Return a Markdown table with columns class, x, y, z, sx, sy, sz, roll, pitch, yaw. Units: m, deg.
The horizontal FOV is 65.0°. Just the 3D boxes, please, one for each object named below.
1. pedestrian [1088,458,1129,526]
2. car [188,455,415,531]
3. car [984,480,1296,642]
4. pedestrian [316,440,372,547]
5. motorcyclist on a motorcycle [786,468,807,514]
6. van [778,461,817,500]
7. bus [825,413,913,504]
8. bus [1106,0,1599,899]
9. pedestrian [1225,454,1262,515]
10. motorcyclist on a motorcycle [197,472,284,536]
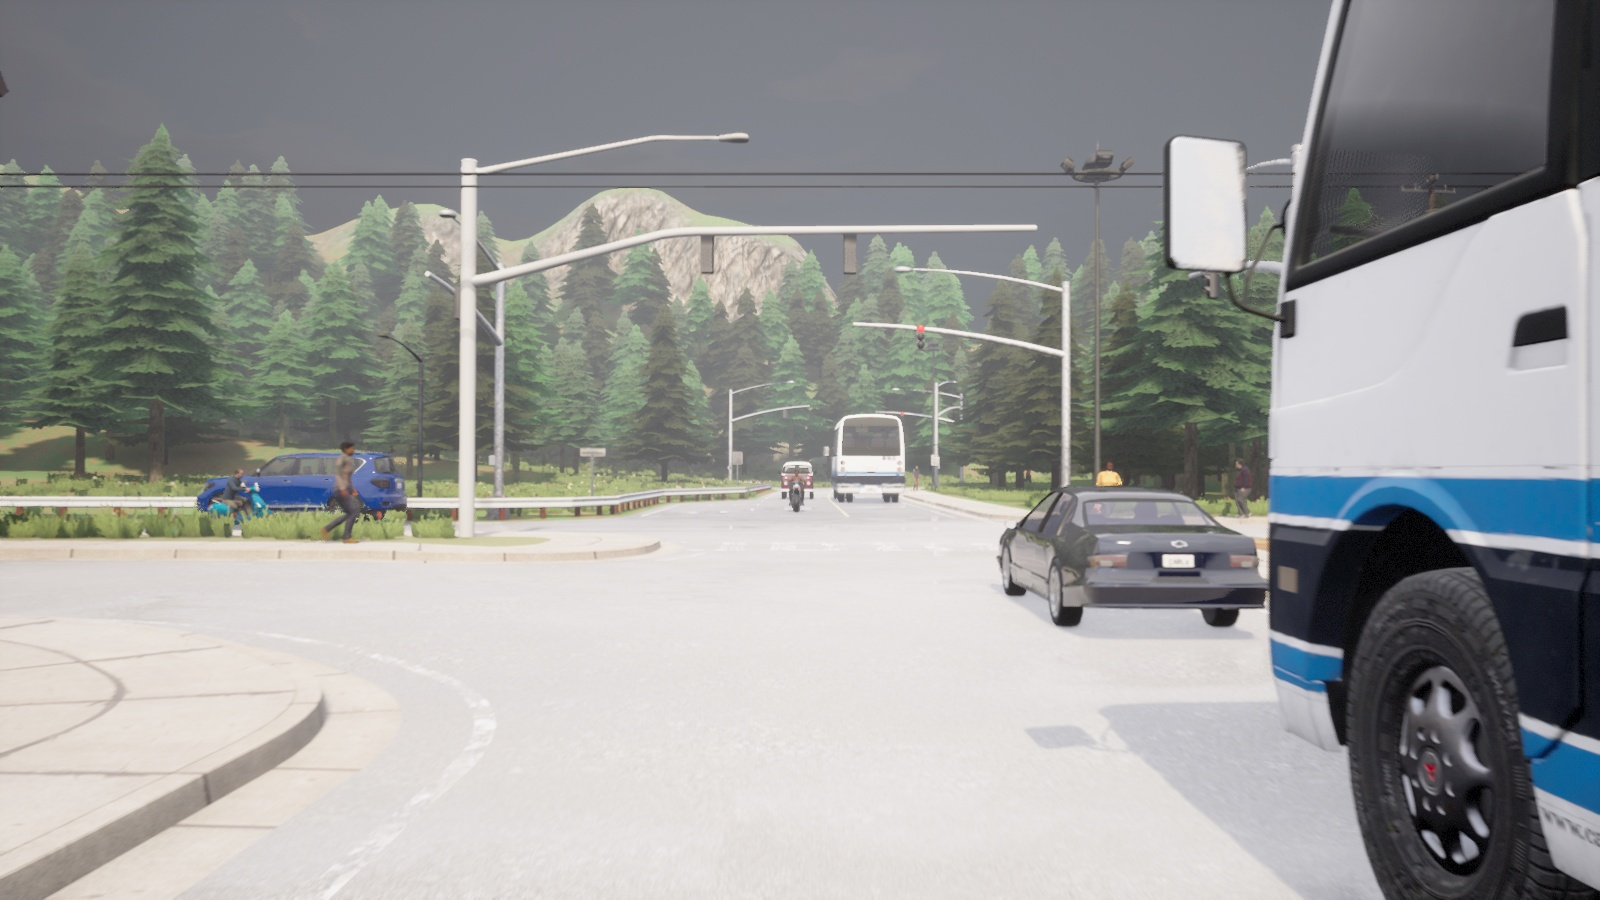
| class | x | y | z | sx | sy | sz | roll | pitch | yaw |
| --- | --- | --- | --- | --- | --- | --- | --- | --- | --- |
| pedestrian | 8.514 | 1.143 | 34.689 | 0.874 | 1.855 | 0.900 | 0 | -1 | -1 |
| car | -13.989 | 1.194 | 35.501 | 5.566 | 2.045 | 2.150 | 0 | -1 | 1 |
| car | 3.467 | 1.067 | 14.049 | 2.033 | 1.411 | 5.357 | 0 | -1 | 0 |
| pedestrian | -7.798 | 0.737 | 21.499 | 0.869 | 1.805 | 0.328 | 0 | -1 | -16 |
| motorcyclist on a motorcycle | -0.117 | 1.520 | 47.149 | 0.766 | 1.649 | 2.350 | 0 | -1 | 0 |
| van | -0.119 | 1.634 | 68.473 | 2.069 | 2.038 | 4.480 | 0 | -1 | 1 |
| bus | 3.348 | 0.456 | 64.609 | 3.944 | 4.253 | 10.273 | 0 | -1 | 0 |
| bus | 3.490 | -0.563 | 0.981 | 3.944 | 4.253 | 10.273 | 0 | -1 | 0 |
| pedestrian | 13.568 | 1.047 | 38.409 | 0.899 | 1.844 | 0.634 | 0 | -1 | 3 |
| motorcyclist on a motorcycle | -14.238 | 1.373 | 31.978 | 1.817 | 1.590 | 0.866 | 0 | -1 | 1 |
